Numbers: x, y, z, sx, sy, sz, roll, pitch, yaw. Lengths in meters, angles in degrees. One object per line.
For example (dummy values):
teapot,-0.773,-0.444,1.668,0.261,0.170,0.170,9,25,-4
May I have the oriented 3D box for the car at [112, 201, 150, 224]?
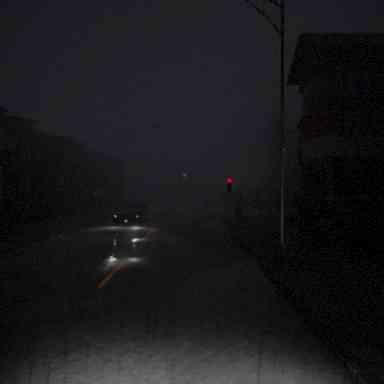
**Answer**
car,-4.006,1.353,22.869,2.033,1.411,5.357,0,0,0
